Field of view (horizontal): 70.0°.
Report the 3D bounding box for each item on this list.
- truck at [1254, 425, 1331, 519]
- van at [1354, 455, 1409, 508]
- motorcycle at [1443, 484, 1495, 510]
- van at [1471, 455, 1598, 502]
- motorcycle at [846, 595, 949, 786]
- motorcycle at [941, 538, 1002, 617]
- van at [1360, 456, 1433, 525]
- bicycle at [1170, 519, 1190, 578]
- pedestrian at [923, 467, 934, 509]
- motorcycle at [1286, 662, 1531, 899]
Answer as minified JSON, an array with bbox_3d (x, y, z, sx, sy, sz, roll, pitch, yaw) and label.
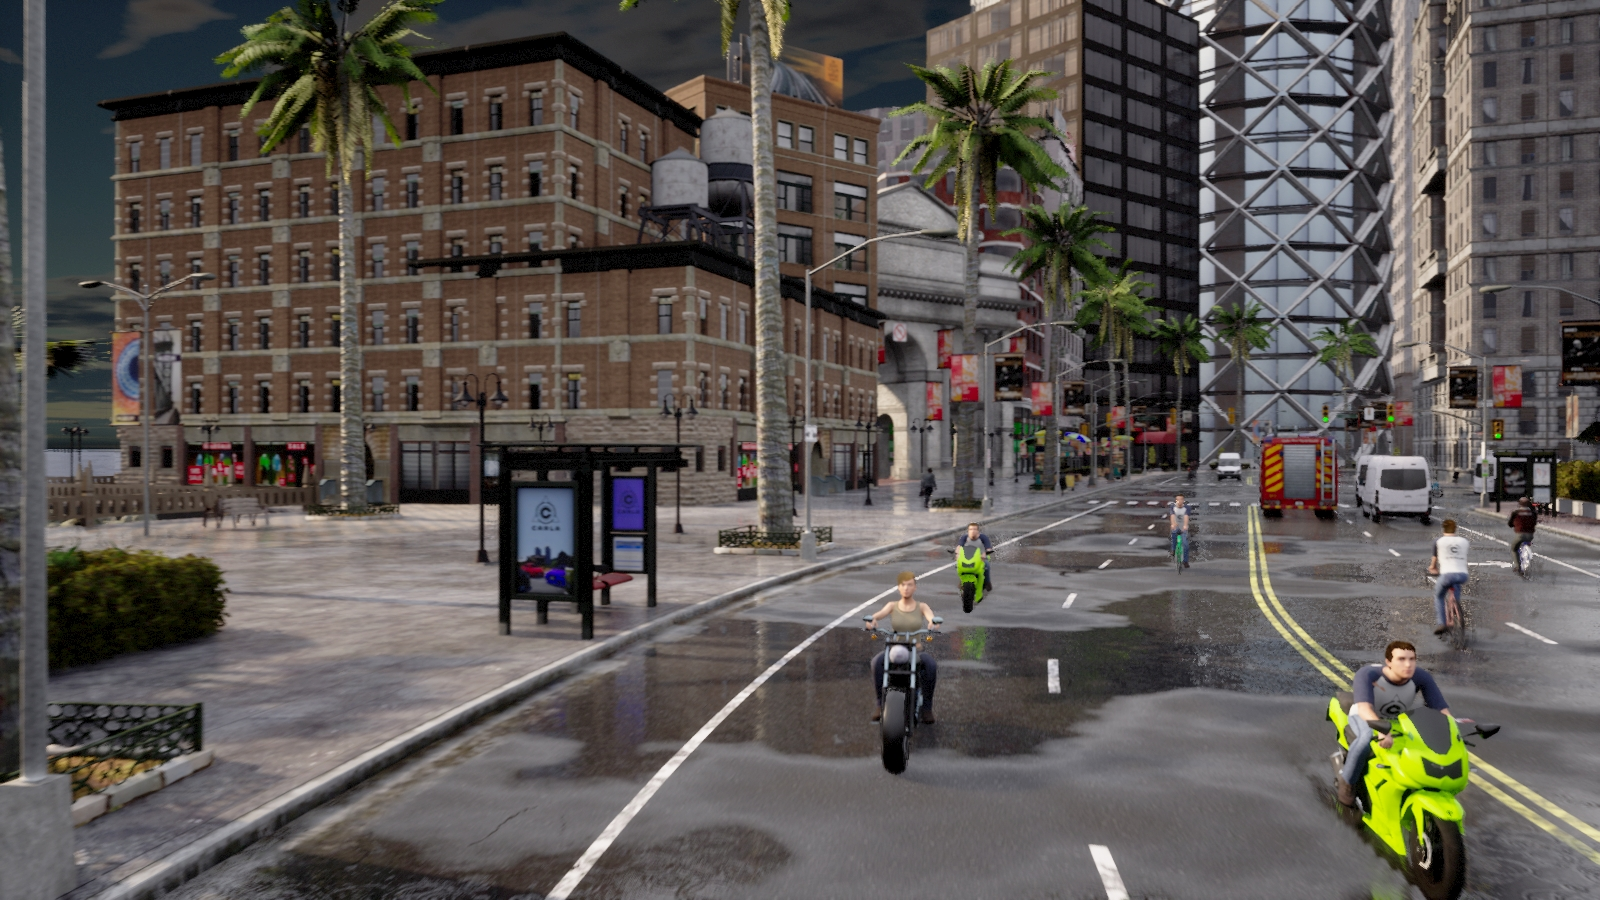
[{"bbox_3d":[21.862,0.900,51.064,2.891,3.827,8.468,0,0,21],"label":"truck"},{"bbox_3d":[29.704,1.546,58.233,1.988,2.561,5.915,0,0,32],"label":"van"},{"bbox_3d":[31.672,2.226,54.105,2.033,1.145,0.803,0,0,39],"label":"motorcycle"},{"bbox_3d":[40.603,1.552,63.226,5.915,2.561,1.988,0,0,-4],"label":"van"},{"bbox_3d":[0.970,2.170,10.789,0.764,1.277,2.356,0,0,10],"label":"motorcycle"},{"bbox_3d":[3.050,2.214,20.200,0.803,1.145,2.033,1,0,16],"label":"motorcycle"},{"bbox_3d":[23.858,1.544,45.887,1.988,2.561,5.915,0,0,21],"label":"van"},{"bbox_3d":[8.623,2.209,25.934,0.373,1.196,1.643,0,0,20],"label":"bicycle"},{"bbox_3d":[5.767,1.698,51.308,0.375,1.860,0.375,0,0,34],"label":"pedestrian"},{"bbox_3d":[4.031,2.214,7.782,0.803,1.145,2.033,0,0,7],"label":"motorcycle"}]
